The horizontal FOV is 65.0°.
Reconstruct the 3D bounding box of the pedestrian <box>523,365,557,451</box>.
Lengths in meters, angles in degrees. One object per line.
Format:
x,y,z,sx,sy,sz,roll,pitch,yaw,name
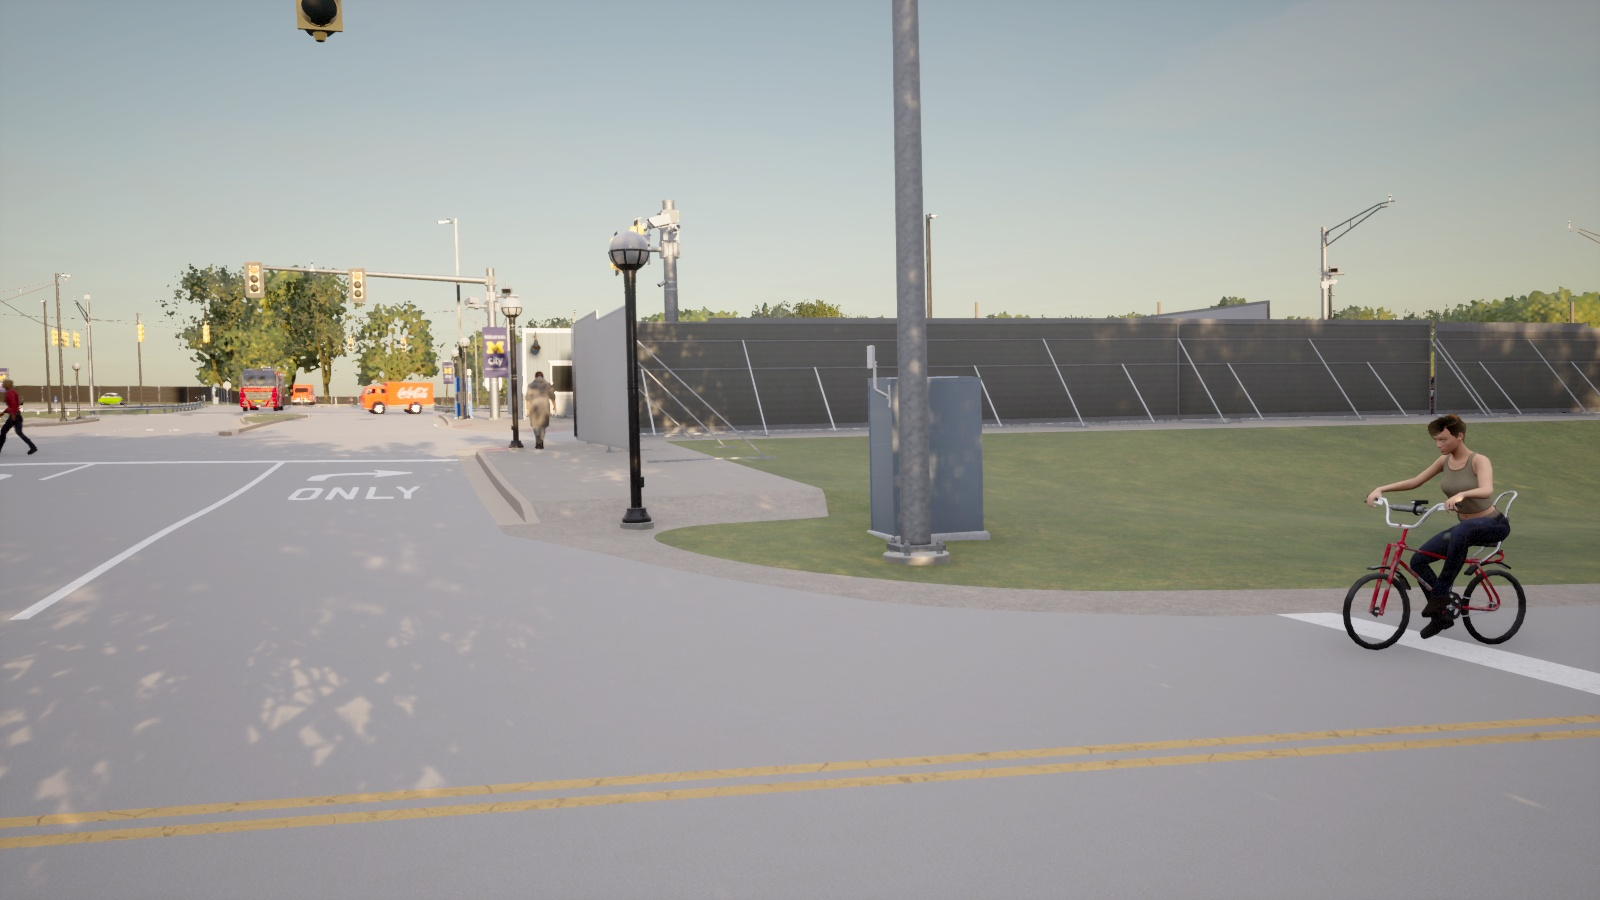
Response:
-6.068,-0.979,29.308,0.659,1.952,0.873,-2,2,-15,pedestrian

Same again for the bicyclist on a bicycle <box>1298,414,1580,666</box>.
4.374,0.569,8.649,1.509,1.612,0.866,0,1,-14,bicyclist on a bicycle

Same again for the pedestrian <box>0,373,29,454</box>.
-18.262,-0.836,29.008,0.636,1.846,0.331,-2,2,-11,pedestrian
